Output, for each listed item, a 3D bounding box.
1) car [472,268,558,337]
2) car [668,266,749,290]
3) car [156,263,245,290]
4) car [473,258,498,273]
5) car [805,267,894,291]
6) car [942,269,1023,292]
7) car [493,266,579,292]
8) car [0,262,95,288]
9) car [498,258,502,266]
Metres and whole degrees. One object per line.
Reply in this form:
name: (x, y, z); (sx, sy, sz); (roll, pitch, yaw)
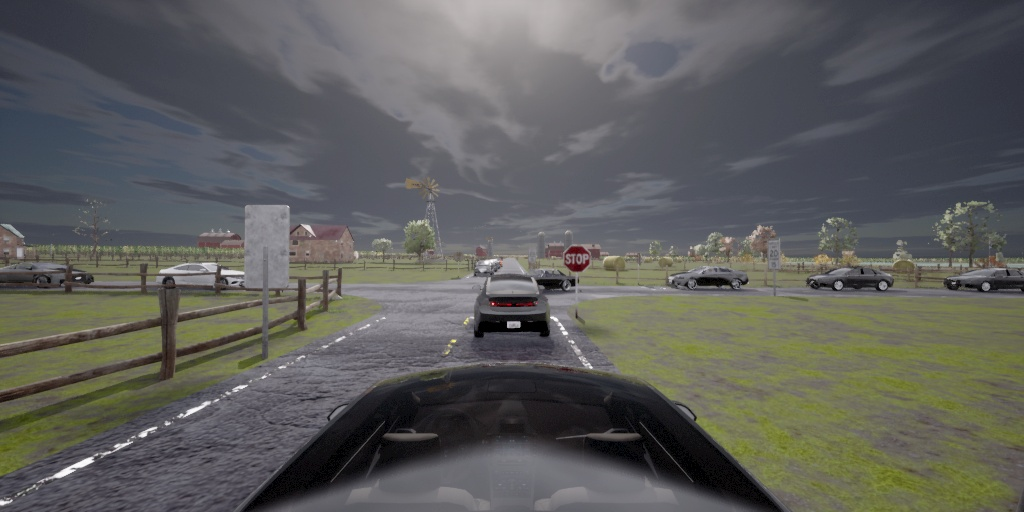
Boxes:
car: (-0.069, 1.256, 10.260); (1.837, 1.490, 4.892); (0, 0, -3)
car: (12.811, 1.397, 23.527); (4.902, 1.511, 2.128); (1, -1, -2)
car: (-17.233, 1.103, 20.227); (4.674, 1.442, 1.812); (1, -1, -1)
car: (-2.838, 1.243, 36.948); (2.128, 1.511, 4.902); (0, 0, 0)
car: (22.212, 1.499, 23.692); (4.892, 1.490, 1.837); (1, -1, -1)
car: (31.715, 1.587, 23.807); (4.892, 1.490, 1.837); (1, -1, -1)
car: (1.510, 1.369, 20.305); (4.718, 1.301, 1.895); (1, 0, -35)
car: (-26.353, 1.048, 20.110); (4.181, 1.385, 1.994); (1, -1, -1)
car: (-2.826, 1.241, 46.394); (2.128, 1.511, 4.902); (0, 0, 0)
